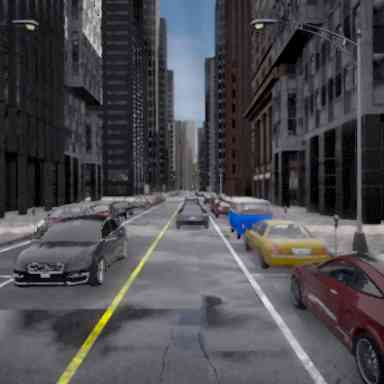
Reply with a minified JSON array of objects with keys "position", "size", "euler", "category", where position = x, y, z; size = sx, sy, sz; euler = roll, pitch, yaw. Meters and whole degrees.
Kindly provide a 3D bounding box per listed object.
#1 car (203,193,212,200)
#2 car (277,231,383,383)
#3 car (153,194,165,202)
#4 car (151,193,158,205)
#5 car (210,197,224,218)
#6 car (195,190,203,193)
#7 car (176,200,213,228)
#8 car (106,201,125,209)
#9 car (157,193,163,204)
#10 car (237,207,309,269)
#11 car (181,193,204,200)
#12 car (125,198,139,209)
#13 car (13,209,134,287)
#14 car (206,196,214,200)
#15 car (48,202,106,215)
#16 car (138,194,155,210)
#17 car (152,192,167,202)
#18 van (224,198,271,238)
[{"position":[2.619,1.164,49.676],"size":[1.887,1.381,4.507],"euler":[0,0,0],"category":"car"},{"position":[2.749,1.531,4.862],"size":[1.802,1.307,4.206],"euler":[0,0,0],"category":"car"},{"position":[-5.938,1.107,60.668],"size":[1.752,1.417,4.829],"euler":[0,0,0],"category":"car"},{"position":[-5.889,1.228,43.862],"size":[1.752,1.417,4.829],"euler":[0,0,0],"category":"car"},{"position":[2.684,1.365,27.269],"size":[1.802,1.307,4.206],"euler":[0,0,0],"category":"car"},{"position":[2.492,0.751,93.256],"size":[1.967,1.590,4.097],"euler":[0,0,0],"category":"car"},{"position":[0.027,1.409,20.716],"size":[1.994,1.385,4.181],"euler":[0,1,0],"category":"car"},{"position":[-5.825,1.447,21.626],"size":[1.802,1.307,4.206],"euler":[0,0,0],"category":"car"},{"position":[-5.906,1.205,49.634],"size":[1.887,1.381,4.507],"euler":[0,0,0],"category":"car"},{"position":[2.732,1.432,10.633],"size":[1.752,1.417,4.829],"euler":[0,0,0],"category":"car"},{"position":[-0.025,1.194,39.883],"size":[2.128,1.511,4.902],"euler":[0,0,0],"category":"car"},{"position":[-5.841,1.389,27.228],"size":[1.947,1.339,4.313],"euler":[0,0,0],"category":"car"},{"position":[-3.028,1.449,9.262],"size":[1.837,1.490,4.892],"euler":[0,0,0],"category":"car"},{"position":[2.668,1.324,32.871],"size":[1.802,1.307,4.206],"euler":[0,0,0],"category":"car"},{"position":[-5.809,1.347,16.024],"size":[1.967,1.590,4.097],"euler":[0,0,0],"category":"car"},{"position":[-5.874,1.292,38.431],"size":[2.008,1.369,4.403],"euler":[0,0,0],"category":"car"},{"position":[-5.923,0.935,55.235],"size":[2.192,1.841,5.009],"euler":[0,0,0],"category":"car"},{"position":[2.716,1.207,16.063],"size":[1.690,1.788,3.998],"euler":[0,0,0],"category":"van"}]
